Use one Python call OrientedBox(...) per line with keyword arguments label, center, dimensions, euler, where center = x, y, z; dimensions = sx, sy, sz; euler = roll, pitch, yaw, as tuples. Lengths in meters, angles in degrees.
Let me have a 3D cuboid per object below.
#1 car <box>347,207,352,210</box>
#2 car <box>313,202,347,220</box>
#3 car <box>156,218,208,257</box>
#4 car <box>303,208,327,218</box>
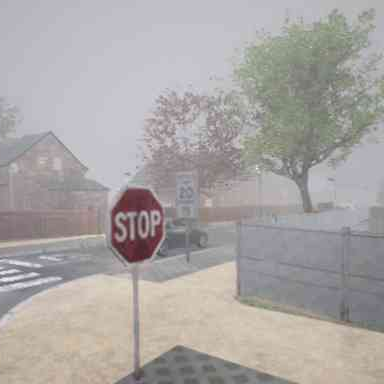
OrientedBox(label="car", center=(22.236, 2.804, 48.244), dimensions=(2.033, 1.411, 5.357), euler=(-2, -3, 35))
OrientedBox(label="car", center=(16.438, 2.246, 39.793), dimensions=(2.150, 2.045, 5.566), euler=(-2, -3, 35))
OrientedBox(label="car", center=(-1.103, 1.854, 14.518), dimensions=(1.812, 1.442, 4.674), euler=(-2, -3, 35))
OrientedBox(label="car", center=(16.648, 2.816, 44.997), dimensions=(1.895, 1.301, 4.718), euler=(-2, -3, 35))
